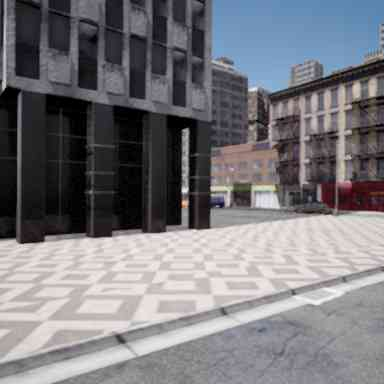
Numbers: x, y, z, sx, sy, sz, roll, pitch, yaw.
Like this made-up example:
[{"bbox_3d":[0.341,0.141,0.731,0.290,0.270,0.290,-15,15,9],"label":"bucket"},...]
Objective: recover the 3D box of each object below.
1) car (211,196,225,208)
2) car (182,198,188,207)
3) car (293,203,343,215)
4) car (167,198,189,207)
[{"bbox_3d":[3.394,1.751,57.544,2.150,2.045,5.566,1,-1,-36],"label":"car"},{"bbox_3d":[0.178,1.859,56.704,2.097,1.767,4.553,1,-1,-36],"label":"car"},{"bbox_3d":[14.081,1.911,37.641,2.033,1.411,5.357,1,-1,-36],"label":"car"},{"bbox_3d":[-2.831,2.045,65.939,1.882,1.535,5.008,1,-1,-36],"label":"car"}]
